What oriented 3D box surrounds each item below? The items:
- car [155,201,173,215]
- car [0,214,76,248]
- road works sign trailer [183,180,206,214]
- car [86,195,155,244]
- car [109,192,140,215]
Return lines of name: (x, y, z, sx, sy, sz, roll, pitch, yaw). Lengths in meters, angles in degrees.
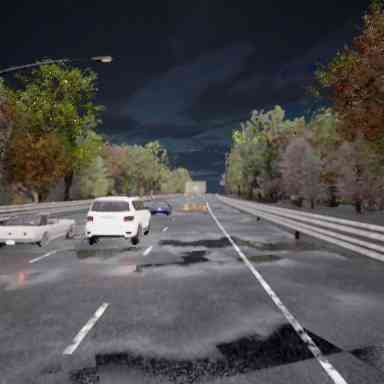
car: (-3.057, 1.599, 33.614, 1.994, 1.385, 4.181, 0, 0, 1)
car: (-6.827, 1.620, 14.784, 1.895, 1.301, 4.718, 0, 0, 0)
road works sign trailer: (0.389, 0.500, 36.355, 2.380, 3.560, 2.880, 0, 0, 2)
car: (-3.321, 1.242, 15.959, 2.150, 2.045, 5.566, 0, 0, 1)
car: (-6.544, 1.039, 32.722, 2.097, 1.767, 4.553, 2, 4, 1)
